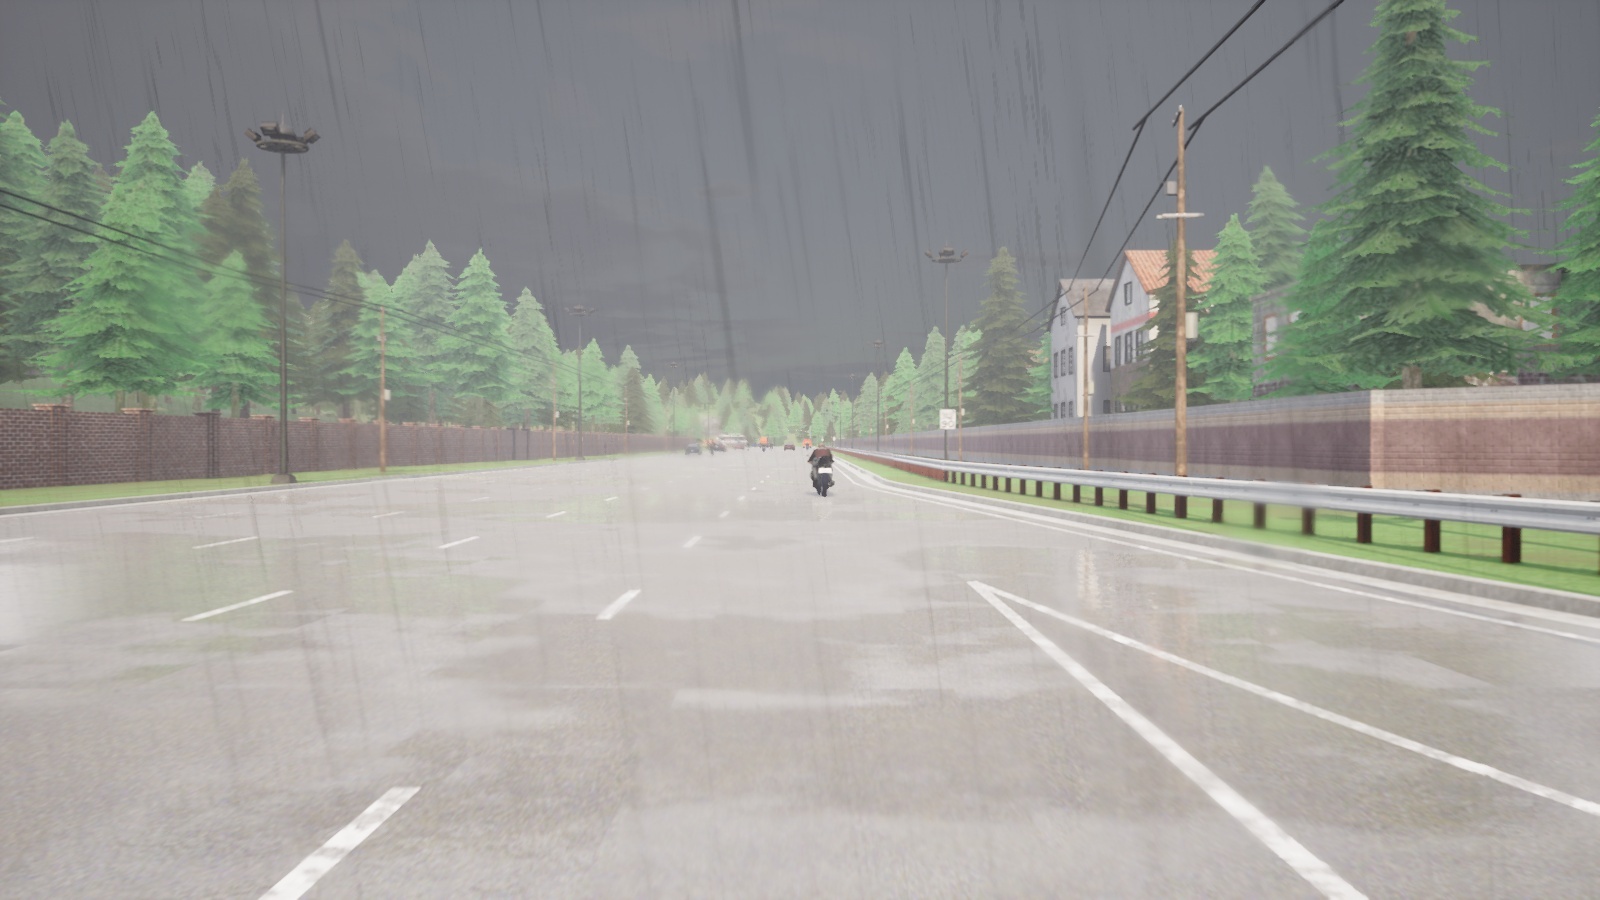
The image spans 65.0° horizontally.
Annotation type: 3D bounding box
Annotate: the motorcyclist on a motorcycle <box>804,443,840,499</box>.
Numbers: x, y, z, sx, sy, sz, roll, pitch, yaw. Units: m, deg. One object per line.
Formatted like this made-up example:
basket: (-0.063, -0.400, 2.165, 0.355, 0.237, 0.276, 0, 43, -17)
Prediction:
motorcyclist on a motorcycle: (0.610, 0.581, 35.663, 0.866, 1.530, 2.191, 0, 0, -4)
